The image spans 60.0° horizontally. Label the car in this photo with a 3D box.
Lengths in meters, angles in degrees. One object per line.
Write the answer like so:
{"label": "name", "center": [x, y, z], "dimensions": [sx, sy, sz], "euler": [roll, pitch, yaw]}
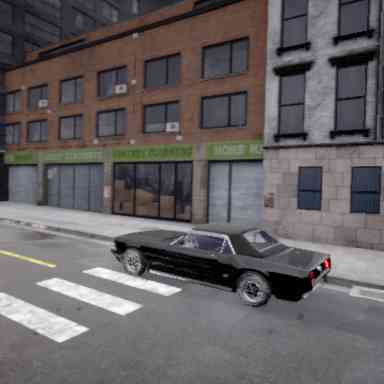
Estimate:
{"label": "car", "center": [0.444, 1.359, 7.415], "dimensions": [4.718, 1.301, 1.895], "euler": [4, 2, 33]}
